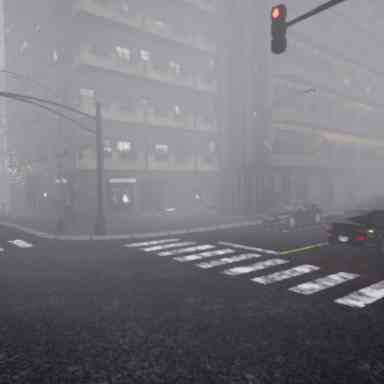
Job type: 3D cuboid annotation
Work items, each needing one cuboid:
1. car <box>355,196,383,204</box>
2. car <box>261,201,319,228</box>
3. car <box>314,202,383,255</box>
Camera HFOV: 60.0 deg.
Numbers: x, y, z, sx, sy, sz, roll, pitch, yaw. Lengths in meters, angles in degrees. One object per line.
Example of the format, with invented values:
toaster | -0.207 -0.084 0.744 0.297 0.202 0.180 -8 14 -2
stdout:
car | 14.300 0.992 26.023 4.507 1.381 1.887 -1 1 -40
car | 5.767 1.207 18.979 4.403 1.369 2.008 -1 1 -40
car | 6.733 1.323 12.384 4.674 1.442 1.812 -1 1 -40
